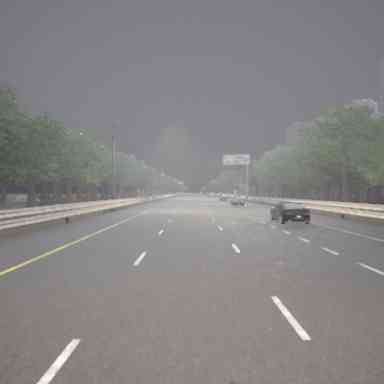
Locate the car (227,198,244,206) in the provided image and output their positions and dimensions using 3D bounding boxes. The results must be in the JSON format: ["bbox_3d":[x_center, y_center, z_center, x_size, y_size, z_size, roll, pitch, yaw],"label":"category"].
[{"bbox_3d":[7.154,1.592,53.476,1.895,1.301,4.718,0,0,0],"label":"car"}]

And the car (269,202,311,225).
[{"bbox_3d":[7.032,1.493,24.318,1.882,1.535,5.008,0,0,0],"label":"car"}]

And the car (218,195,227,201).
[{"bbox_3d":[7.330,1.489,78.452,1.812,1.442,4.674,0,0,0],"label":"car"}]
